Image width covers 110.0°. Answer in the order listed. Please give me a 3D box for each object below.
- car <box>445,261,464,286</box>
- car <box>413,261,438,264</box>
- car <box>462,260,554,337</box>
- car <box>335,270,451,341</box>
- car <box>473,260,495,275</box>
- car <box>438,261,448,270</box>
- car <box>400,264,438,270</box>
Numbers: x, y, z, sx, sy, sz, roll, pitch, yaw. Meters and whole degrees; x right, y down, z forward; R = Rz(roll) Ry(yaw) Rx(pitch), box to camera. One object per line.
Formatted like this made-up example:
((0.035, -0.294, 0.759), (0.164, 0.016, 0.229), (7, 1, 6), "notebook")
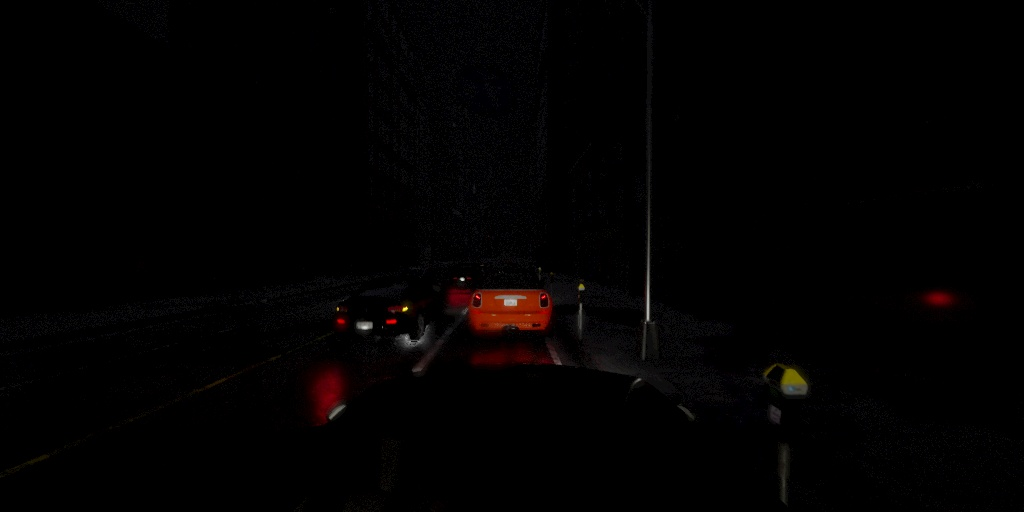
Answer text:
((-3.146, 1.251, 25.104), (1.837, 1.490, 4.892), (0, -1, 0), "car")
((-8.909, 1.189, 34.934), (1.967, 1.591, 4.097), (0, 0, 0), "car")
((-0.032, 1.101, 10.472), (2.097, 1.767, 4.553), (0, 0, 0), "car")
((-3.048, 1.274, 9.741), (1.812, 1.442, 4.674), (0, 0, 0), "car")
((-3.046, 1.242, 39.785), (2.128, 1.511, 4.902), (0, 0, 0), "car")
((-8.909, 1.317, 40.439), (1.948, 1.339, 4.313), (0, 0, 0), "car")
((-6.245, 1.348, 22.536), (1.895, 1.301, 4.718), (0, 0, 0), "car")
